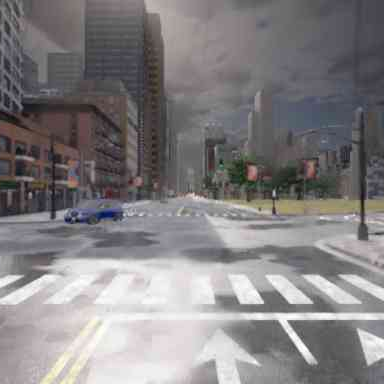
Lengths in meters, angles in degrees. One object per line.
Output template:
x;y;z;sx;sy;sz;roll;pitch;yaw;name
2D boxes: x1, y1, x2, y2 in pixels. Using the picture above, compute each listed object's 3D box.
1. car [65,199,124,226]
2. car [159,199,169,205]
-7.545;1.599;26.500;2.150;2.045;5.566;2;0;20;car
-6.597;2.309;78.486;1.895;1.301;4.718;0;-1;0;car
